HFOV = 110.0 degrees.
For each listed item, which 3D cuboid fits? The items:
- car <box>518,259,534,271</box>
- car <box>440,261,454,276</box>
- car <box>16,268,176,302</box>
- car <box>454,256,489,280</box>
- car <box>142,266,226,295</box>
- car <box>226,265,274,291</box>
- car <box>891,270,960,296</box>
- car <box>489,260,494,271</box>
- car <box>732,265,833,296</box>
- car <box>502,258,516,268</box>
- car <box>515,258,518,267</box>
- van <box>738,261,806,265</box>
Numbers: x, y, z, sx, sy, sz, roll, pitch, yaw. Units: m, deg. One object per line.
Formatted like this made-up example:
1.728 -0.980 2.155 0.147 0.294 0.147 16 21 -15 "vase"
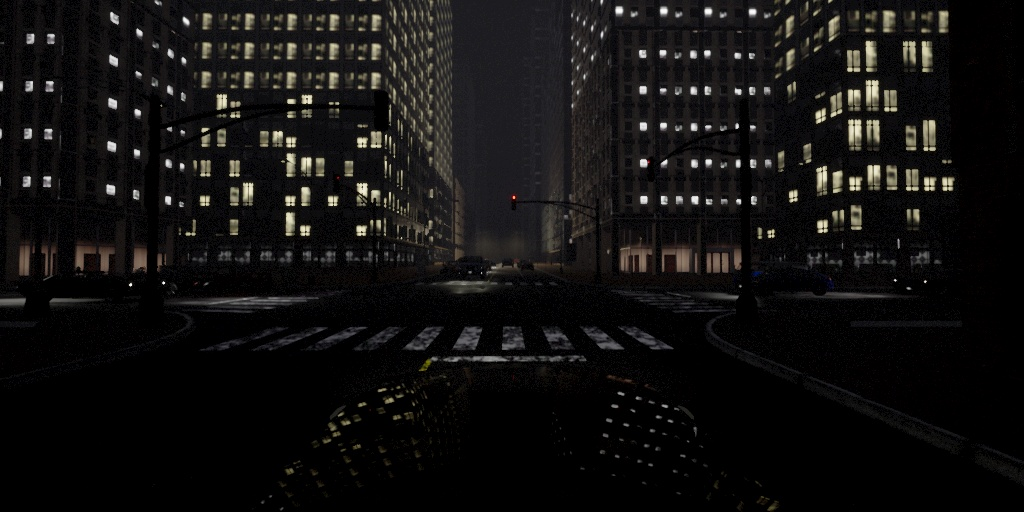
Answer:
2.056 1.342 48.362 1.802 1.307 4.207 0 0 -1 "car"
-6.171 1.197 37.036 1.967 1.591 4.097 0 0 -1 "car"
-18.068 1.298 15.661 4.718 1.301 1.895 0 -1 -1 "car"
-3.495 0.979 31.933 2.150 2.045 5.566 0 0 -2 "car"
-18.482 1.251 18.832 4.902 1.511 2.128 0 -1 0 "car"
-16.761 1.252 21.454 4.097 1.591 1.967 0 0 -1 "car"
23.562 1.432 19.333 4.718 1.301 1.895 0 -1 -1 "car"
-3.736 1.264 48.389 1.837 1.490 4.892 0 0 -1 "car"
14.519 1.339 19.227 4.674 1.442 1.812 0 -1 -2 "car"
-0.745 1.116 63.985 2.097 1.767 4.553 0 0 -1 "car"
1.902 1.288 59.687 1.751 1.417 4.829 0 0 -1 "car"
15.710 1.207 21.824 3.998 1.789 1.690 0 0 -1 "van"
